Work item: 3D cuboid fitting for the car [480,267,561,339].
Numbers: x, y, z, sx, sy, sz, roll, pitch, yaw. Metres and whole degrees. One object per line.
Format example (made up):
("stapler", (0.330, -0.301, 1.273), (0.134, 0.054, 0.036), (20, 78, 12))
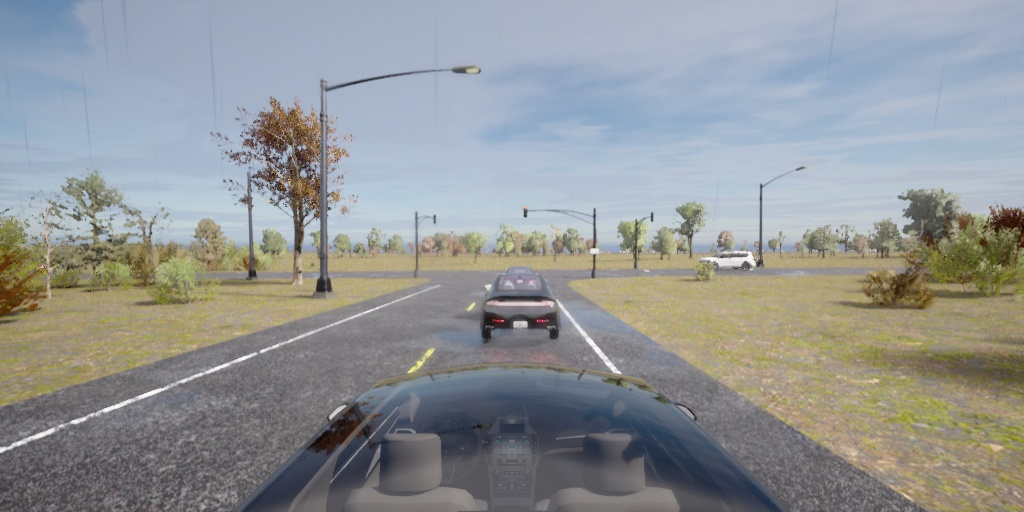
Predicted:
("car", (0.221, 1.227, 9.976), (2.128, 1.511, 4.902), (0, 0, 1))

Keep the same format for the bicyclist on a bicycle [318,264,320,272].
("bicyclist on a bicycle", (-25.338, 1.282, 47.877), (0.582, 1.620, 1.656), (-1, 0, 5))

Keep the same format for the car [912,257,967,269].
("car", (45.311, 0.598, 37.672), (5.008, 1.535, 1.882), (-1, 2, 5))

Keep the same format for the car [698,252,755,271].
("car", (23.649, 0.568, 39.606), (5.566, 2.045, 2.150), (-1, 2, 5))
